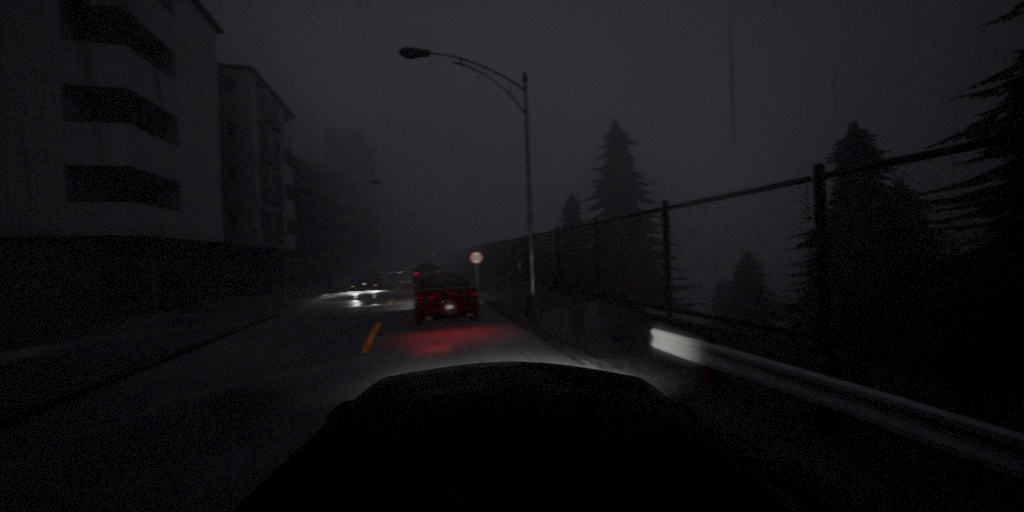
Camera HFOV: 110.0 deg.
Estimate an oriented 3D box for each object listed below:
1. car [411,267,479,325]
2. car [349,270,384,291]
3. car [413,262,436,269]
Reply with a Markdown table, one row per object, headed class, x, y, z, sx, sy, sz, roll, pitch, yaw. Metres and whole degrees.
| class | x | y | z | sx | sy | sz | roll | pitch | yaw |
| --- | --- | --- | --- | --- | --- | --- | --- | --- | --- |
| car | -2.429 | 1.316 | 12.539 | 1.882 | 1.535 | 5.008 | -2 | 0 | -15 |
| car | -10.461 | 1.703 | 26.009 | 1.994 | 1.385 | 4.181 | -2 | 0 | -15 |
| car | -6.915 | 1.358 | 28.930 | 2.097 | 1.767 | 4.553 | -2 | 0 | -15 |
